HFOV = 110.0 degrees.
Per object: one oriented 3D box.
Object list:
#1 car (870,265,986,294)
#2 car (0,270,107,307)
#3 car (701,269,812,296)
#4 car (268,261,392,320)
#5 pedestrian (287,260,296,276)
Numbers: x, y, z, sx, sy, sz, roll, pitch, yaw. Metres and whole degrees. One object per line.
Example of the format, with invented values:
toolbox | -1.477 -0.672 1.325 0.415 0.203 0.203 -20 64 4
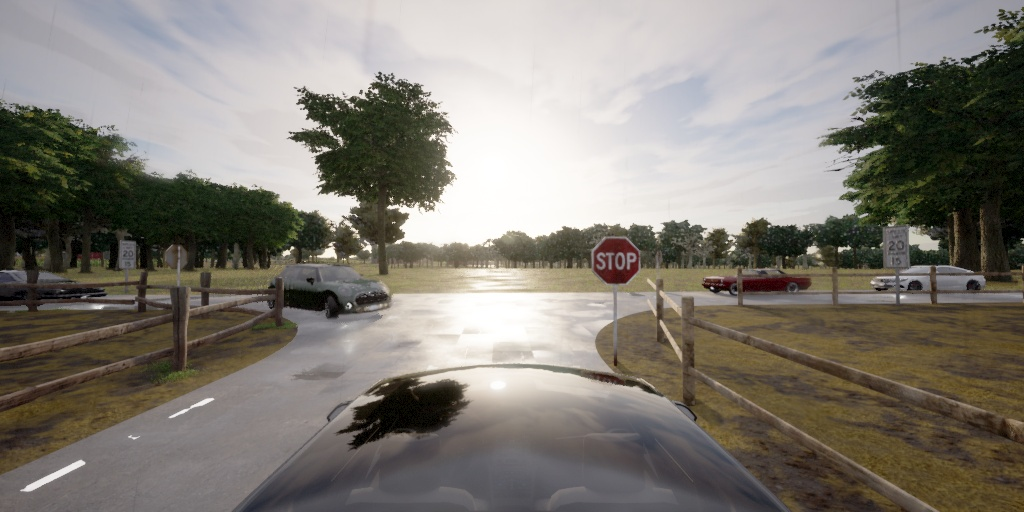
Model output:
car | 21.633 1.199 18.713 4.674 1.442 1.812 0 -1 1
car | -20.020 1.284 14.544 5.357 1.411 2.033 0 -1 -2
car | 12.467 1.320 18.519 4.718 1.301 1.895 0 -1 -3
car | -6.439 1.060 12.686 4.553 1.767 2.097 1 1 28
pedestrian | -12.744 1.144 20.771 0.375 1.860 0.375 0 -1 -2
